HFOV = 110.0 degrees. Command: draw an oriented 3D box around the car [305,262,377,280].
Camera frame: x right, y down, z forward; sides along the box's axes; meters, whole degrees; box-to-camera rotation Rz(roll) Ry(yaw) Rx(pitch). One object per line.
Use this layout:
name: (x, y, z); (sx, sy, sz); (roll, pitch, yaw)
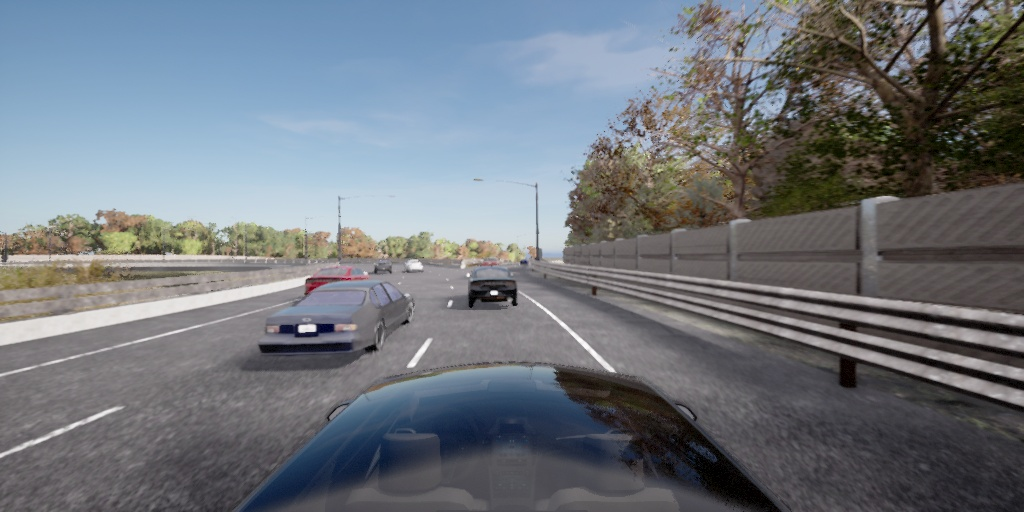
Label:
car: (-8.280, 1.229, 17.513); (1.882, 1.535, 5.008); (0, 0, -8)

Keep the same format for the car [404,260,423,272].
car: (-11.888, 1.188, 43.230); (1.812, 1.442, 4.674); (-1, 0, -22)

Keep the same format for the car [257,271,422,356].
car: (-3.733, 1.299, 8.754); (2.033, 1.411, 5.357); (-1, 0, -4)

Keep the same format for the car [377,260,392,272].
car: (-14.840, 1.190, 41.233); (2.128, 1.511, 4.902); (-1, 0, -22)

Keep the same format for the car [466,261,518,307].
car: (-0.916, 1.171, 15.338); (1.882, 1.535, 5.008); (0, 0, -7)

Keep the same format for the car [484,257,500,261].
car: (-2.449, 0.931, 42.384); (2.097, 1.767, 4.553); (-1, 0, 1)
